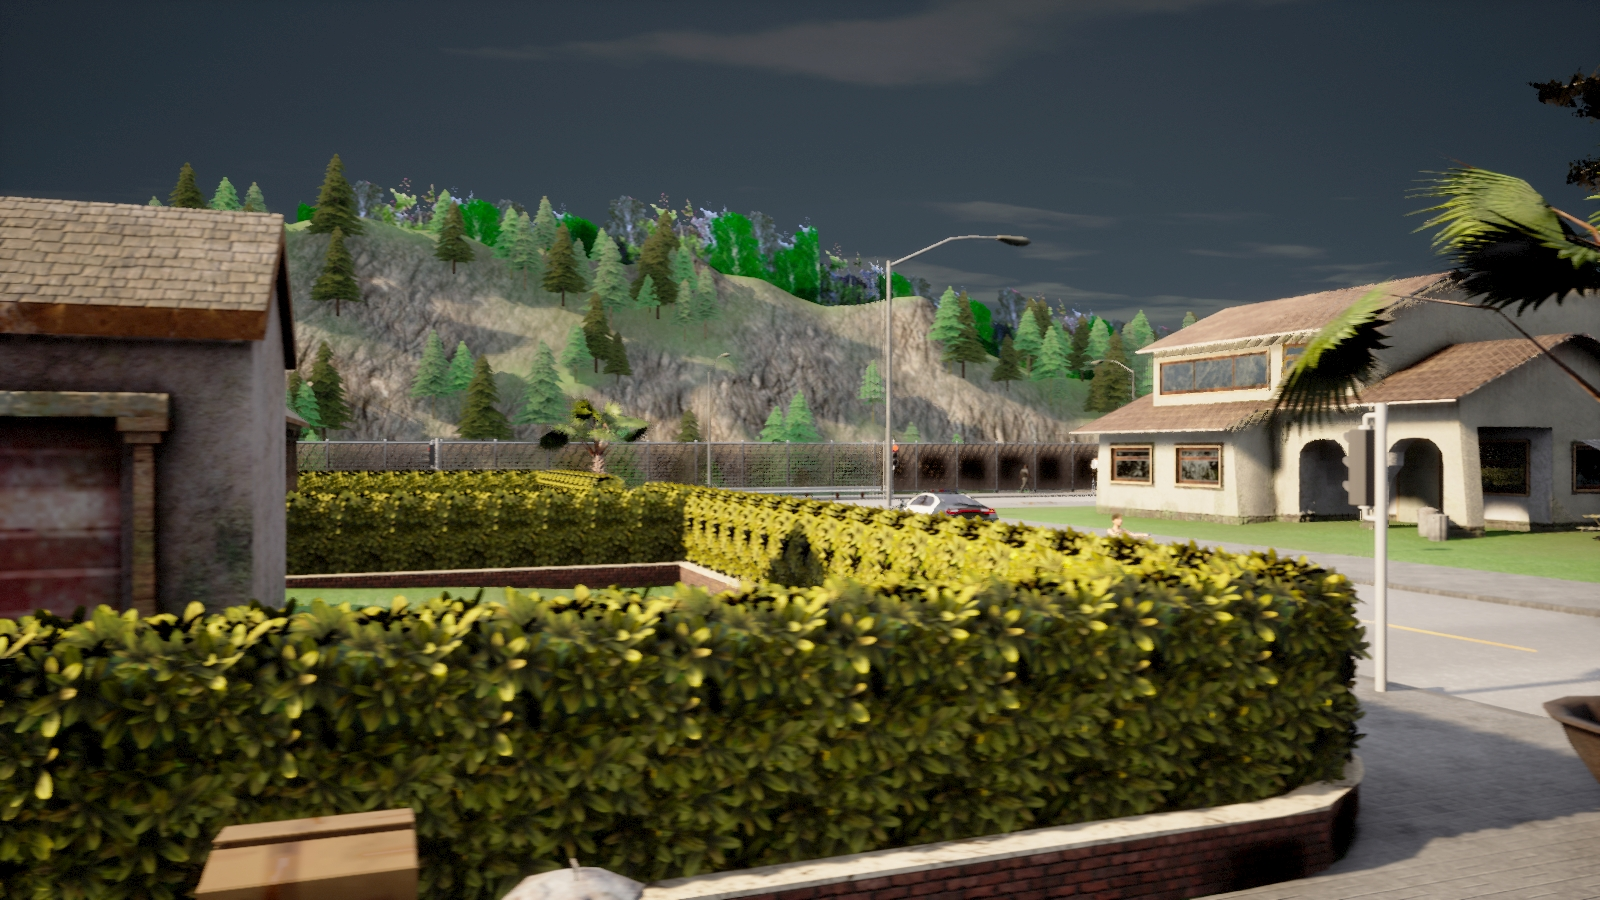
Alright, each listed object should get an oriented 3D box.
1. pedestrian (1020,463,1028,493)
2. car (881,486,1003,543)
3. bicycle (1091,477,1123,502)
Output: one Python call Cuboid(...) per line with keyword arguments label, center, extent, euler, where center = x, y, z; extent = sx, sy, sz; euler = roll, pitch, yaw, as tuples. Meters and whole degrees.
Cuboid(label="pedestrian", center=(13.917, 1.744, 70.952), extent=(0.375, 1.860, 0.375), euler=(0, 0, -27))
Cuboid(label="car", center=(4.532, 2.037, 37.317), extent=(2.038, 1.542, 4.974), euler=(0, 0, -18))
Cuboid(label="bicycle", center=(16.839, 2.157, 62.655), extent=(1.487, 1.276, 0.859), euler=(0, 0, -20))
